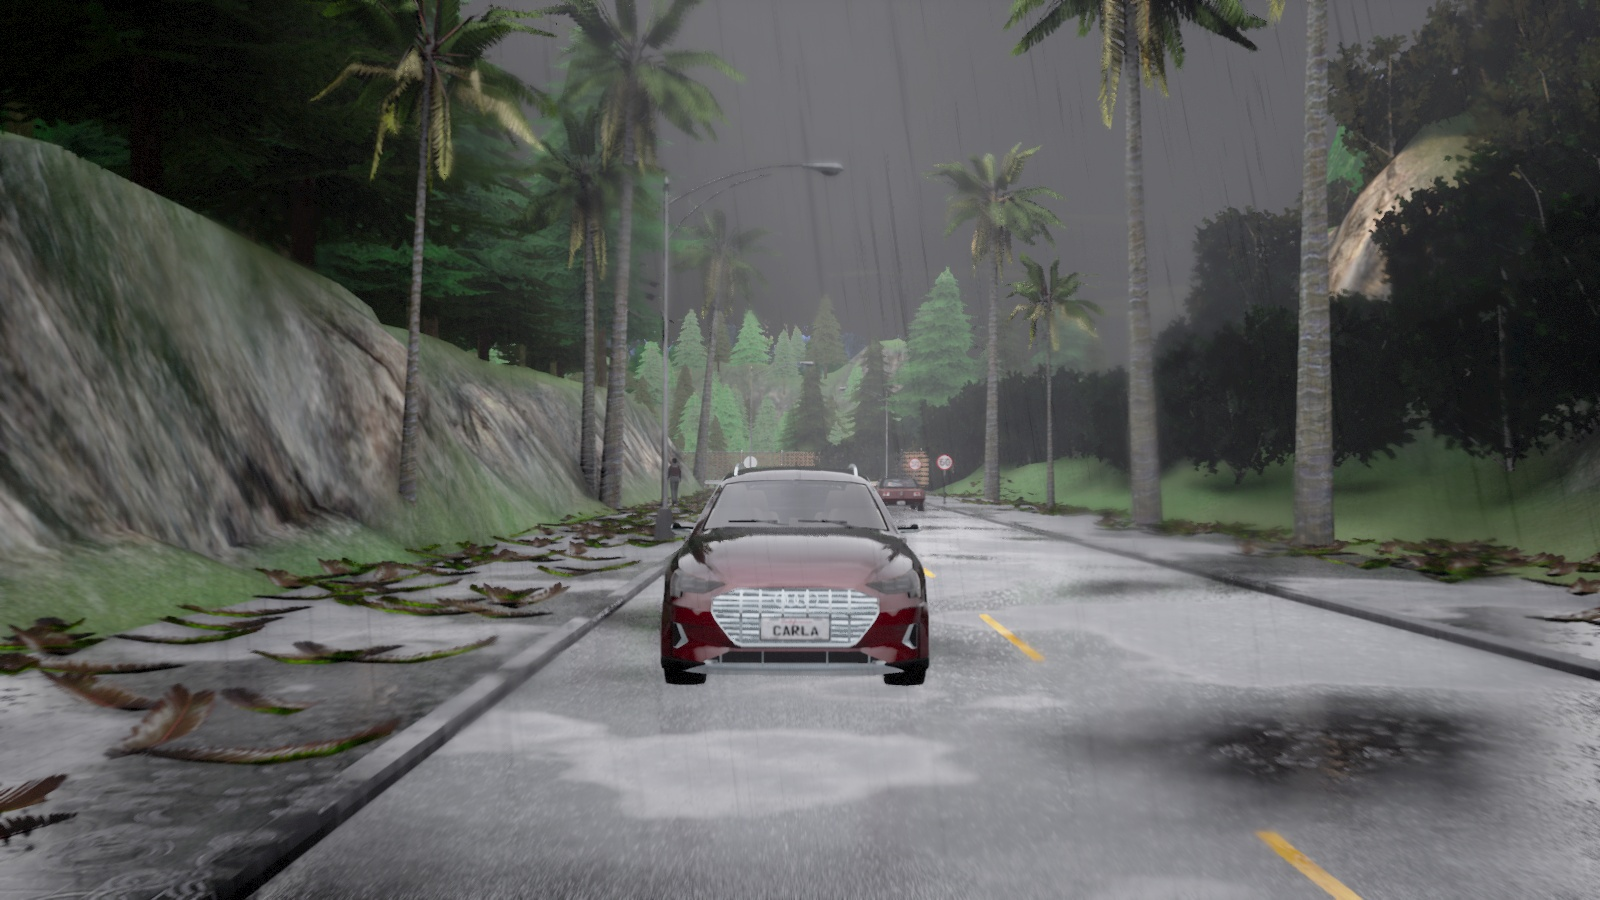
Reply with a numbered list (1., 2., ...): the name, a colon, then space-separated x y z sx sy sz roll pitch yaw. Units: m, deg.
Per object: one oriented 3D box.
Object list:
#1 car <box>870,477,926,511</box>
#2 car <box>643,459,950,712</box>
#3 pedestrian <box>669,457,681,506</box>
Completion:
1. car: 3.911 1.750 50.814 1.895 1.301 4.718 0 -1 0
2. car: -0.031 0.922 10.792 2.033 1.649 4.856 0 0 0
3. pedestrian: -4.998 1.246 50.211 0.402 1.930 0.666 0 -1 -15
